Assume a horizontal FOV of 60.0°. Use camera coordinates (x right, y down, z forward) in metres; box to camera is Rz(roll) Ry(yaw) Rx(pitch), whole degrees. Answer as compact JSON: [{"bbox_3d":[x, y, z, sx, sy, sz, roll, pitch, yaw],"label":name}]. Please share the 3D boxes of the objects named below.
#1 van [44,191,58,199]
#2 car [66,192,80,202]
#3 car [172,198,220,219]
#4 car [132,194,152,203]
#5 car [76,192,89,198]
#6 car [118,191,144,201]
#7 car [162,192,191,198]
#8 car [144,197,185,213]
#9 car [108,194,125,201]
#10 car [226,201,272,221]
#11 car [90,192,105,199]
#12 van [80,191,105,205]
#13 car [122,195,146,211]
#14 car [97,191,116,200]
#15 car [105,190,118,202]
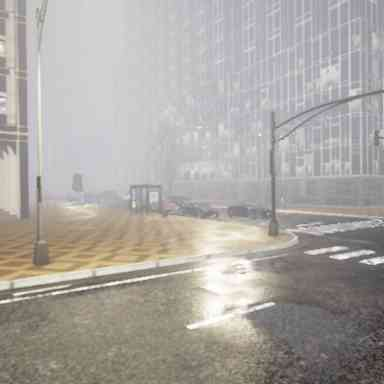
[{"bbox_3d":[-31.444,0.705,74.853,1.690,1.788,3.998,0,1,-34],"label":"van"},{"bbox_3d":[-21.822,1.077,60.779,2.008,1.369,4.403,0,1,-34],"label":"car"},{"bbox_3d":[0.522,1.460,27.861,1.947,1.339,4.313,0,1,-34],"label":"car"},{"bbox_3d":[-8.489,1.095,56.123,1.802,1.307,4.206,0,1,-34],"label":"car"},{"bbox_3d":[-27.733,0.741,84.275,2.008,1.369,4.403,0,1,-34],"label":"car"},{"bbox_3d":[-9.313,0.796,52.718,2.150,2.045,5.566,-1,1,-34],"label":"car"},{"bbox_3d":[-0.849,1.149,34.672,2.097,1.767,4.553,-1,1,-35],"label":"car"},{"bbox_3d":[-2.672,1.424,32.565,1.802,1.307,4.206,0,1,-34],"label":"car"},{"bbox_3d":[-14.903,0.988,65.507,1.802,1.307,4.206,0,1,-34],"label":"car"},{"bbox_3d":[4.610,1.448,26.684,1.994,1.385,4.181,-1,1,-34],"label":"car"},{"bbox_3d":[-21.318,0.738,74.889,1.967,1.590,4.097,0,1,-34],"label":"car"},{"bbox_3d":[-15.407,0.974,51.392,1.690,1.788,3.998,0,1,-34],"label":"van"},{"bbox_3d":[-5.831,1.356,37.290,1.947,1.339,4.313,0,1,-34],"label":"car"},{"bbox_3d":[-18.111,0.667,70.196,2.192,1.841,5.009,0,1,-34],"label":"car"},{"bbox_3d":[-15.732,0.687,62.088,2.150,2.045,5.566,-1,1,-34],"label":"car"}]
